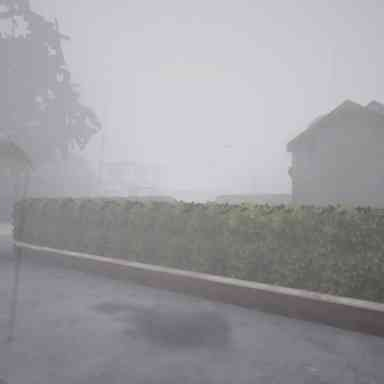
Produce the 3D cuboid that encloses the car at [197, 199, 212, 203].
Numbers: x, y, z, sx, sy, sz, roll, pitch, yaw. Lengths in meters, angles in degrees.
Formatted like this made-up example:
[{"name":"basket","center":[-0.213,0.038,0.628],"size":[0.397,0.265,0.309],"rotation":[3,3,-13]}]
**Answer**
[{"name":"car","center":[1.372,1.594,41.460],"size":[1.895,1.301,4.718],"rotation":[0,0,36]}]
